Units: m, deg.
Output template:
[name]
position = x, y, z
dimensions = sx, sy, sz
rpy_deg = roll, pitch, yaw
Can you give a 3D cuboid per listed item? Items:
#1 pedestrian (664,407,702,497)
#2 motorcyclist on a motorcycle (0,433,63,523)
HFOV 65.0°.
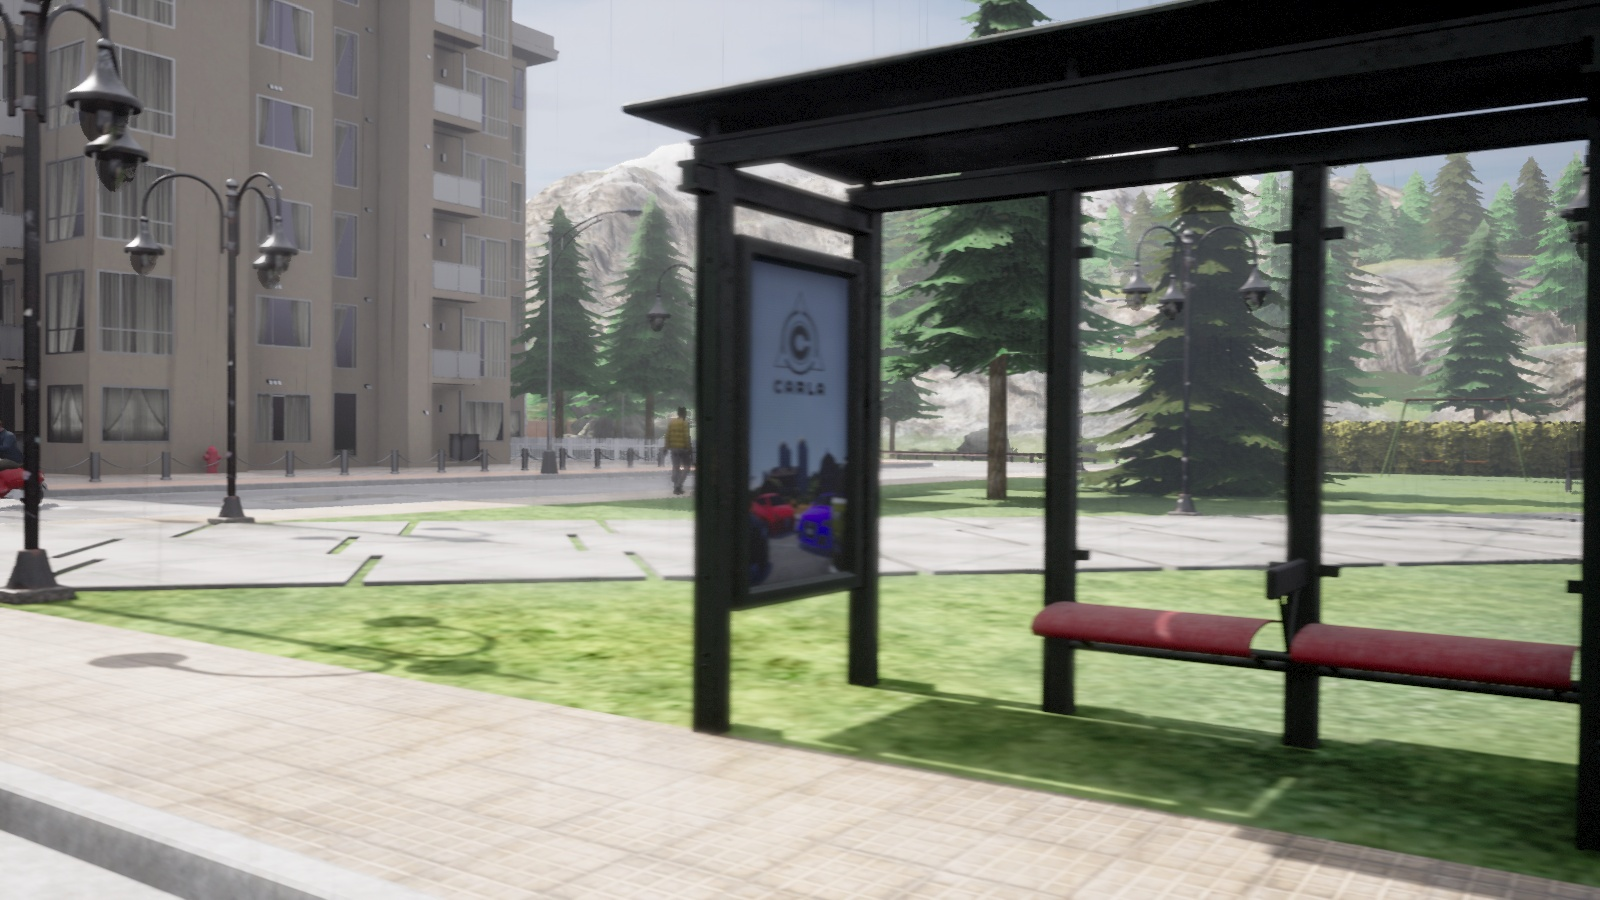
[pedestrian]
position = -2.434, 0.042, 26.126
dimensions = 0.431, 1.840, 0.709
rpy_deg = 0, 1, 33
[motorcyclist on a motorcycle]
position = -14.299, 0.493, 22.353
dimensions = 0.866, 1.590, 1.817
rpy_deg = 0, 0, 34
